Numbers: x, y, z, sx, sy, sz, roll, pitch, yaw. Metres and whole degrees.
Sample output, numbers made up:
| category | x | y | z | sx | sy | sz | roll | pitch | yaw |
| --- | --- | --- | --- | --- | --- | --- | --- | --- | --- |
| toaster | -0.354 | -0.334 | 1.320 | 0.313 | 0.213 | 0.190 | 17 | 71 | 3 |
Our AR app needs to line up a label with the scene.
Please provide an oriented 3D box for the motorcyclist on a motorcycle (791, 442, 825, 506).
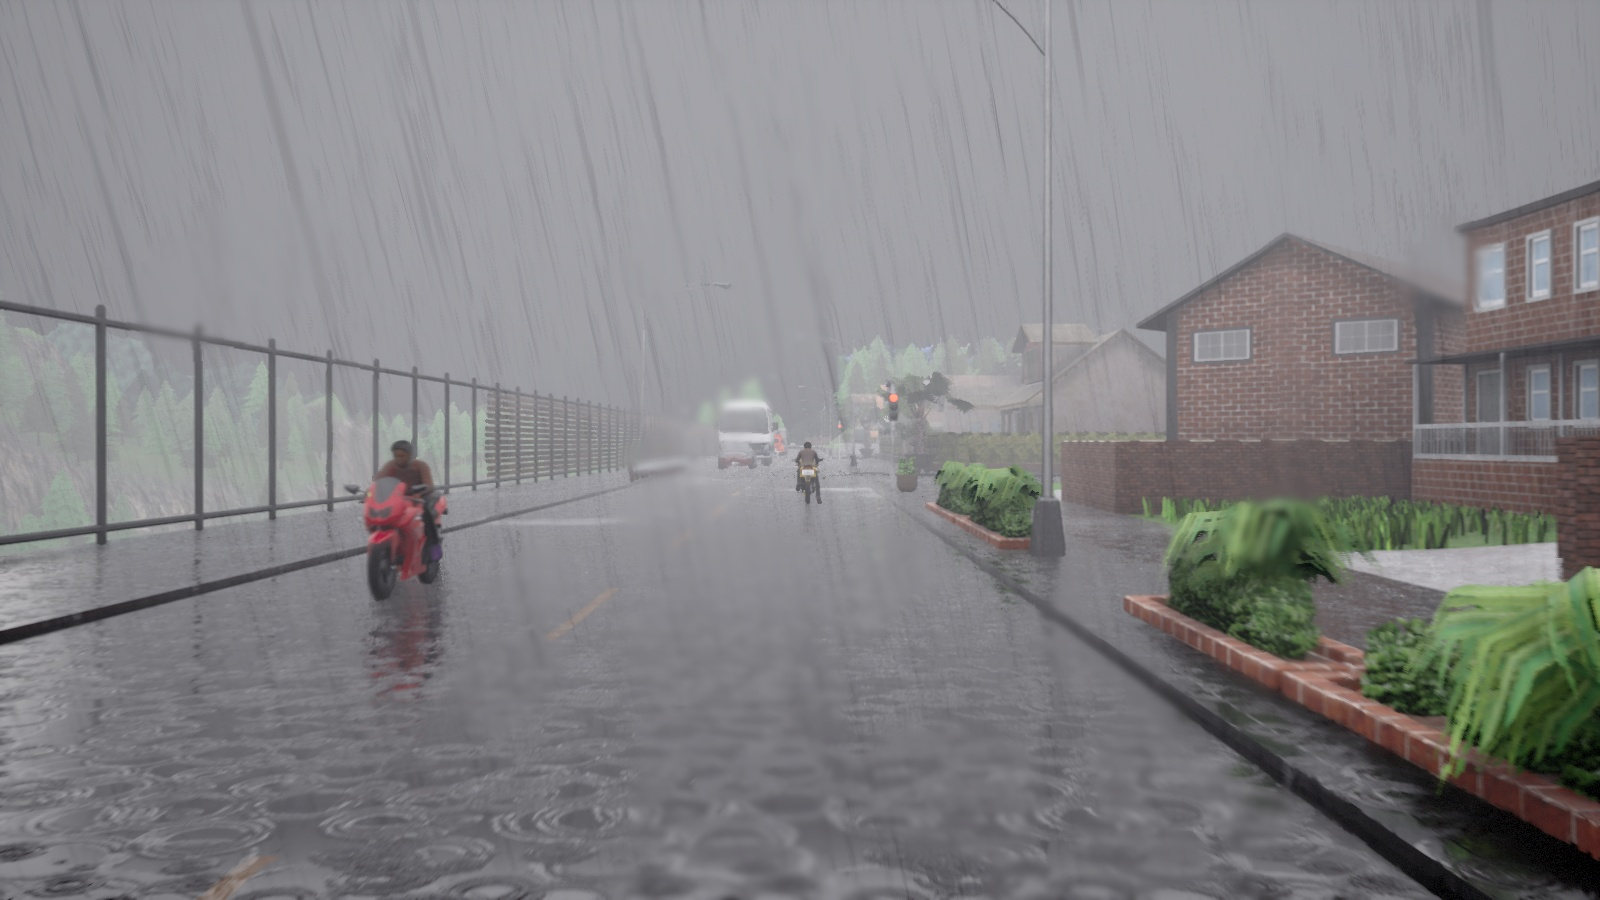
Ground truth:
| category | x | y | z | sx | sy | sz | roll | pitch | yaw |
| --- | --- | --- | --- | --- | --- | --- | --- | --- | --- |
| motorcyclist on a motorcycle | 0.191 | 0.555 | 30.898 | 0.797 | 1.523 | 2.044 | 0 | 0 | 0 |

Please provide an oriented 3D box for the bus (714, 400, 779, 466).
| category | x | y | z | sx | sy | sz | roll | pitch | yaw |
| --- | --- | --- | --- | --- | --- | --- | --- | --- | --- |
| bus | -3.490 | -1.115 | 85.520 | 3.944 | 4.253 | 10.273 | 0 | 0 | 0 |

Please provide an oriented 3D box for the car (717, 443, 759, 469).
| category | x | y | z | sx | sy | sz | roll | pitch | yaw |
| --- | --- | --- | --- | --- | --- | --- | --- | --- | --- |
| car | -3.568 | 0.334 | 72.660 | 2.163 | 1.488 | 4.792 | 0 | 0 | 0 |

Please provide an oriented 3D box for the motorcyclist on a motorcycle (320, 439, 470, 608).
| category | x | y | z | sx | sy | sz | roll | pitch | yaw |
| --- | --- | --- | --- | --- | --- | --- | --- | --- | --- |
| motorcyclist on a motorcycle | -3.915 | 0.656 | 12.318 | 0.797 | 1.523 | 2.044 | 0 | 0 | 0 |
